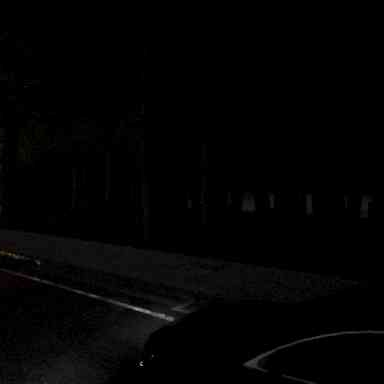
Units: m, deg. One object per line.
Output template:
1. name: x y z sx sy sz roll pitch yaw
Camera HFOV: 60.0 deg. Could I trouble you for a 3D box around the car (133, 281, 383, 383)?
1. car: 1.671 1.501 2.489 4.892 1.490 1.837 -1 -1 36
